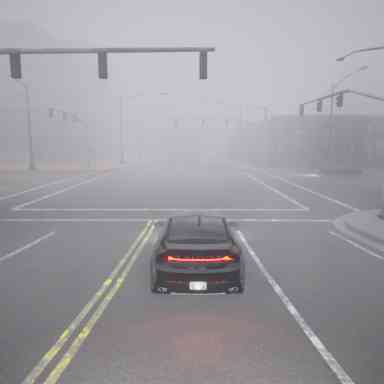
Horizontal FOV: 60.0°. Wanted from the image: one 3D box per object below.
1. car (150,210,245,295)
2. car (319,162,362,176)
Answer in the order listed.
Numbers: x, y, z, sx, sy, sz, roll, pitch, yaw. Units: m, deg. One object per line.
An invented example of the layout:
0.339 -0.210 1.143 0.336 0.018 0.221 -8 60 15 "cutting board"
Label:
0.111 1.197 8.109 1.837 1.490 4.892 0 4 0 "car"
15.863 -2.461 35.631 4.181 1.385 1.994 0 8 0 "car"
